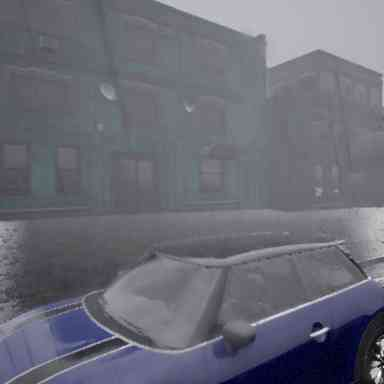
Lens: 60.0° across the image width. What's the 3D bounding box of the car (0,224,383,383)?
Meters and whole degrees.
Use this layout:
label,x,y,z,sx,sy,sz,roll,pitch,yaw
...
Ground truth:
label,x,y,z,sx,sy,sz,roll,pitch,yaw
car,0.127,1.322,3.468,4.553,1.767,2.097,-1,1,-36
